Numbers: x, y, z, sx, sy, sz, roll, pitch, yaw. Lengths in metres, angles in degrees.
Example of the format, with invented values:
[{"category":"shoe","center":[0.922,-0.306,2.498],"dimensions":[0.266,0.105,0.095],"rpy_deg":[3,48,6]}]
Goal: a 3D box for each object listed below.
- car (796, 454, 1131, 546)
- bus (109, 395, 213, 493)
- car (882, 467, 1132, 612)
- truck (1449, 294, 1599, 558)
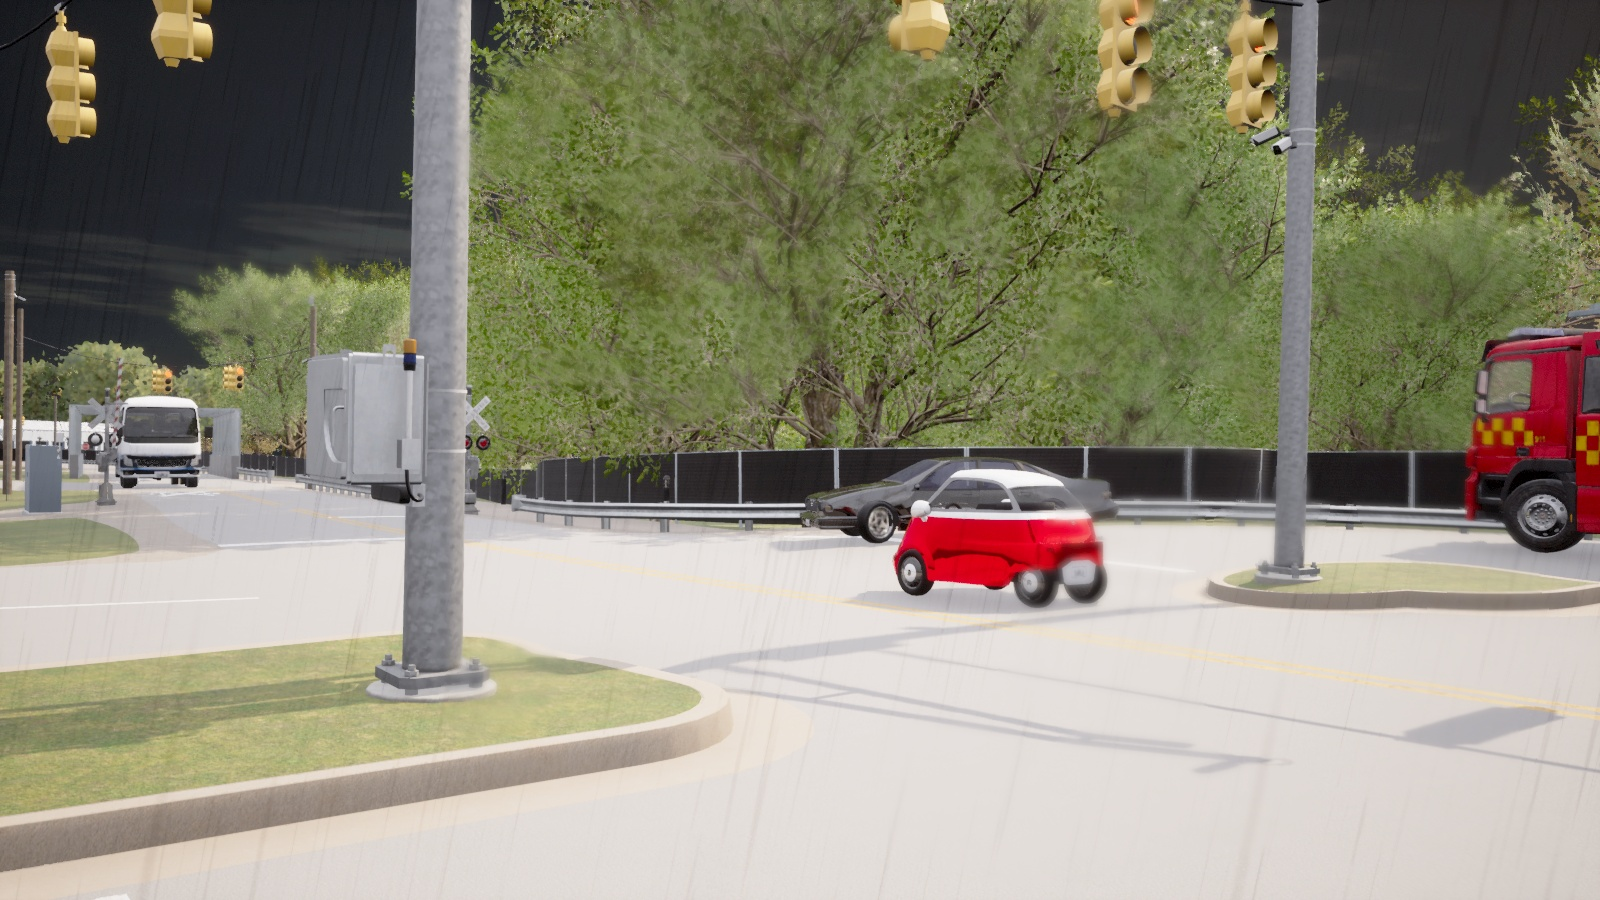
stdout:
[{"category":"car","center":[2.762,0.806,21.677],"dimensions":[5.357,1.411,2.033],"rpy_deg":[-1,0,-11]},{"category":"bus","center":[-30.687,-0.237,60.018],"dimensions":[3.944,4.253,10.273],"rpy_deg":[0,0,-30]},{"category":"car","center":[2.157,0.876,13.366],"dimensions":[1.481,1.376,2.207],"rpy_deg":[1,-1,-36]},{"category":"truck","center":[13.217,-0.340,17.422],"dimensions":[2.891,3.827,8.468],"rpy_deg":[0,1,-10]}]
